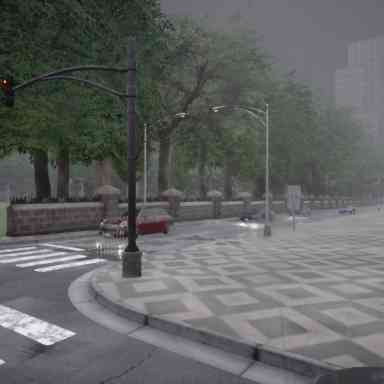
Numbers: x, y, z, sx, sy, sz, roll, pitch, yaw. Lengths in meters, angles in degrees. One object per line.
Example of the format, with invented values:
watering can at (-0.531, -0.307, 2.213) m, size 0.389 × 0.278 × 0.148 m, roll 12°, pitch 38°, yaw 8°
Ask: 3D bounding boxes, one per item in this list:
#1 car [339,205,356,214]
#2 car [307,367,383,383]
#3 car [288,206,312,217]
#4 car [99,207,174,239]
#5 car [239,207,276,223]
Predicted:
car at (24.865, 2.782, 53.091) m, size 2.033 × 1.411 × 5.357 m, roll 0°, pitch -1°, yaw 34°
car at (2.466, 1.551, 1.209) m, size 4.403 × 1.369 × 2.008 m, roll 0°, pitch 0°, yaw 35°
car at (14.064, 2.496, 43.230) m, size 1.994 × 1.385 × 4.181 m, roll 0°, pitch -1°, yaw 36°
car at (-3.051, 1.664, 18.979) m, size 2.097 × 1.767 × 4.553 m, roll 0°, pitch -1°, yaw 35°
car at (6.510, 2.203, 32.569) m, size 2.033 × 1.411 × 5.357 m, roll 0°, pitch -1°, yaw 35°
